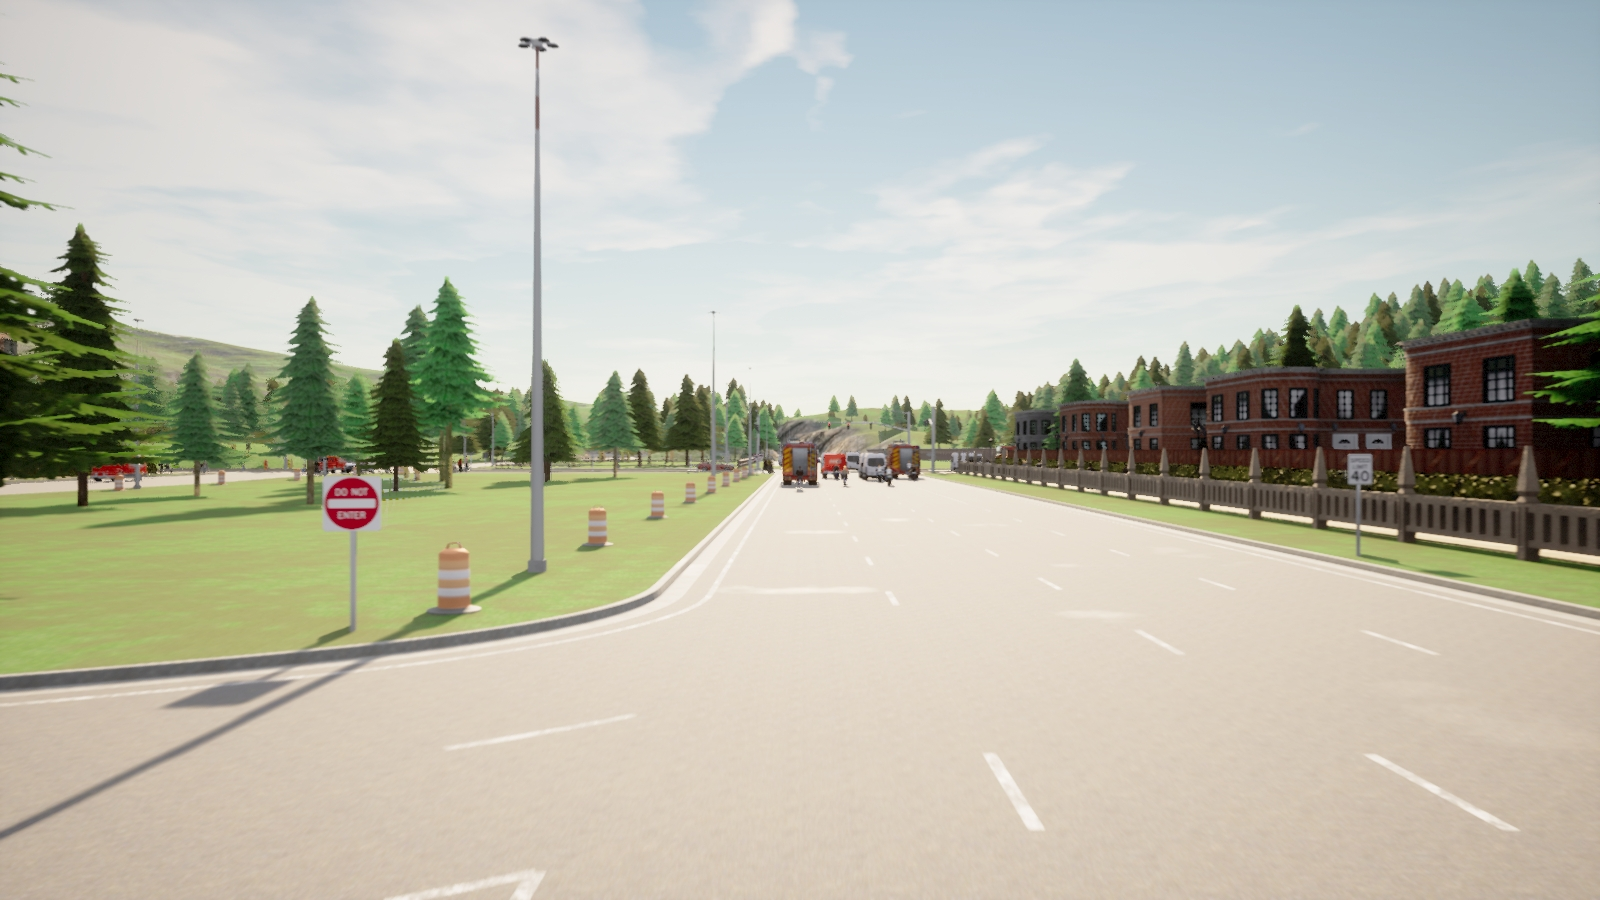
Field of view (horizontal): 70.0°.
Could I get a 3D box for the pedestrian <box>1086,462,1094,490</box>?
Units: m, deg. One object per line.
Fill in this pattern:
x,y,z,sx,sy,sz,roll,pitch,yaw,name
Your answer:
19.177,1.726,75.566,0.375,1.860,0.375,0,0,-1,pedestrian

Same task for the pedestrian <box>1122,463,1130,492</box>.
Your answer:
20.622,1.727,72.335,0.375,1.860,0.375,0,0,0,pedestrian
